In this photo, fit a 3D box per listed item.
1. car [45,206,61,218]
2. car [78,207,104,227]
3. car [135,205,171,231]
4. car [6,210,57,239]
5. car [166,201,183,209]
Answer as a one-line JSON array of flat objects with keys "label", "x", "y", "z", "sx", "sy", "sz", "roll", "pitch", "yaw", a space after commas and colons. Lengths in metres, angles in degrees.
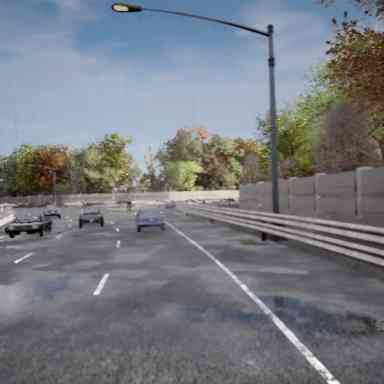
[{"label": "car", "x": -16.826, "y": 2.417, "z": 39.951, "sx": 2.033, "sy": 1.411, "sz": 5.357, "roll": -1, "pitch": -1, "yaw": -25}, {"label": "car", "x": -8.239, "y": 1.994, "z": 27.262, "sx": 2.128, "sy": 1.511, "sz": 4.902, "roll": -1, "pitch": -1, "yaw": -17}, {"label": "car", "x": -2.985, "y": 1.863, "z": 23.345, "sx": 2.033, "sy": 1.411, "sz": 5.357, "roll": -2, "pitch": -1, "yaw": -10}, {"label": "car", "x": -10.093, "y": 2.095, "z": 21.077, "sx": 1.895, "sy": 1.301, "sz": 4.718, "roll": -1, "pitch": -1, "yaw": -14}, {"label": "car", "x": -3.050, "y": 2.236, "z": 59.429, "sx": 1.994, "sy": 1.385, "sz": 4.181, "roll": -2, "pitch": -1, "yaw": 21}]
